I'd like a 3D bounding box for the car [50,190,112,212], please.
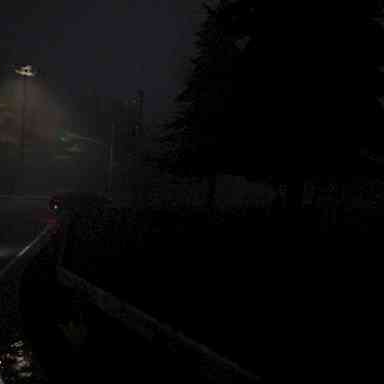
[{"bbox_3d":[-7.761,0.659,23.807,1.837,1.490,4.892,3,3,26],"label":"car"}]
